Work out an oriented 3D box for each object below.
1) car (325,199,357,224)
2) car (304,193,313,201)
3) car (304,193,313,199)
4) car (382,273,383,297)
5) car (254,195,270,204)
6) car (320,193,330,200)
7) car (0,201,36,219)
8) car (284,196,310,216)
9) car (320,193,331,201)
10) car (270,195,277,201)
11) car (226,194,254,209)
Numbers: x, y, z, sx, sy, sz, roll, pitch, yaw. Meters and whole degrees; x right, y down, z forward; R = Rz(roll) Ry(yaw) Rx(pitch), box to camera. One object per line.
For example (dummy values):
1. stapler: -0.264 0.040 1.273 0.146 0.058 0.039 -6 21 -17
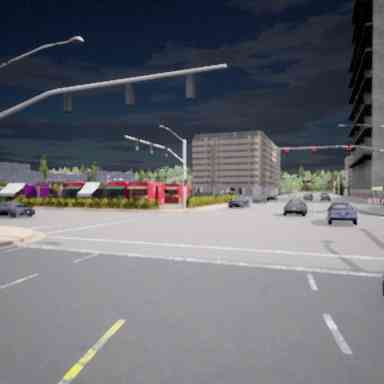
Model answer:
1. car: 10.705 1.483 23.957 2.033 1.411 5.357 0 0 21
2. car: 24.015 1.201 69.222 2.033 1.411 5.357 0 0 21
3. car: 27.656 1.005 78.826 1.994 1.385 4.181 0 0 21
4. car: 4.329 1.485 4.445 1.837 1.490 4.892 0 0 8
5. car: 11.286 1.226 55.578 1.837 1.490 4.892 0 0 21
6. car: 30.929 1.004 77.585 2.033 1.411 5.357 0 0 21
7. car: -15.369 1.445 28.156 4.181 1.385 1.994 0 0 21
8. car: 9.862 1.433 31.591 1.994 1.385 4.181 0 1 21
9. car: 27.287 1.197 67.981 1.812 1.442 4.674 0 0 21
10. car: 16.743 1.250 69.787 1.895 1.301 4.718 0 0 21
11. car: 5.914 1.336 41.486 2.033 1.411 5.357 0 0 21
